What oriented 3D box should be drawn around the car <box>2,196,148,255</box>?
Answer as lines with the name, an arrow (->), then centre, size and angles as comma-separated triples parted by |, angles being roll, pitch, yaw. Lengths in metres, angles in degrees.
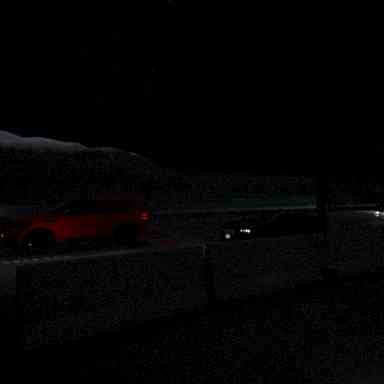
car -> -4.512, 1.211, 13.523 | 5.566, 2.045, 2.150 | 0, 0, -34

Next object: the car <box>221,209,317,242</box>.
car -> 3.495, 1.509, 14.592 | 4.902, 1.511, 2.128 | 0, 0, -33

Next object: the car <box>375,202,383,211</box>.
car -> 24.163, 1.627, 40.231 | 4.674, 1.442, 1.812 | 0, 0, -32
